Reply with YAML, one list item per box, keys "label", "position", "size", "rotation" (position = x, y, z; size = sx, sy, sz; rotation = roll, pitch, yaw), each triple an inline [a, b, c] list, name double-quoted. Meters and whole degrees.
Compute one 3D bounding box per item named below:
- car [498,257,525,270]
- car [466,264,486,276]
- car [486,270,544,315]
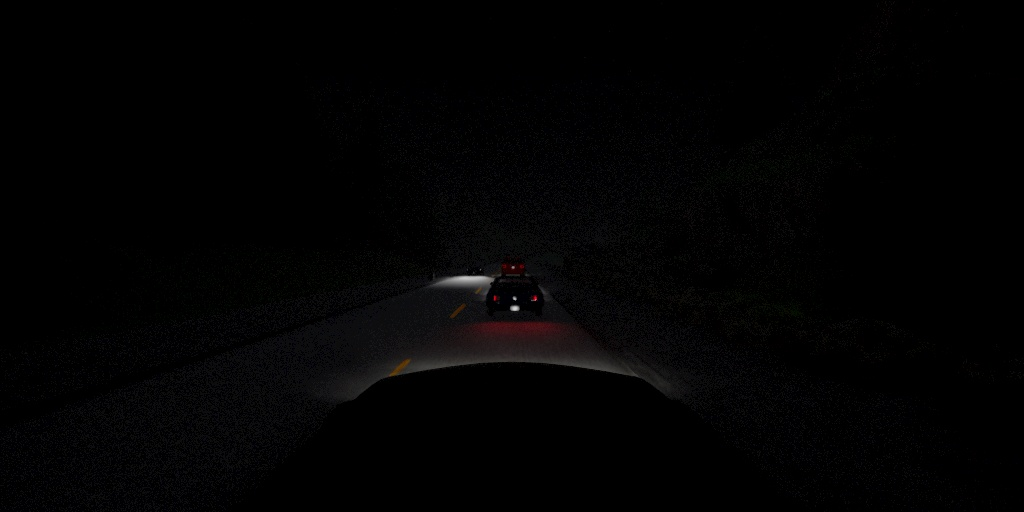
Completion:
- label: "car"
  position: [0.094, 1.118, 34.701]
  size: [2.150, 2.045, 5.566]
  rotation: [0, 0, 0]
- label: "car"
  position: [-4.094, 1.521, 40.677]
  size: [1.895, 1.301, 4.718]
  rotation: [0, 0, 0]
- label: "car"
  position: [0.098, 1.404, 13.783]
  size: [1.895, 1.301, 4.718]
  rotation: [0, 0, 0]
